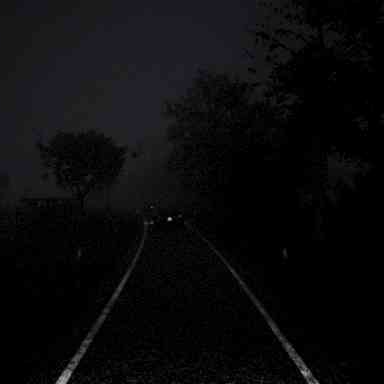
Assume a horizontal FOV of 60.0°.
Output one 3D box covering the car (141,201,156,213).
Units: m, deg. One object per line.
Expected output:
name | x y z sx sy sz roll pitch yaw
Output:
car | -5.249 1.801 41.482 1.994 1.385 4.181 0 0 -14

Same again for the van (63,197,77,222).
van | -11.187 1.462 27.786 1.878 1.987 4.442 1 -2 -11

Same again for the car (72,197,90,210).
car | -18.366 1.929 54.854 2.435 2.045 5.566 2 -2 -20

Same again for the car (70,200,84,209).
car | -22.616 2.445 65.224 2.231 1.521 4.892 2 -3 -23

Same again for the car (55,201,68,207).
car | -33.328 3.009 84.841 2.231 1.521 4.892 -1 -2 -32

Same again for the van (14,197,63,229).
van | -10.334 1.396 22.272 1.878 1.987 4.442 1 -2 -9

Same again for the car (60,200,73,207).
car | -30.033 2.839 79.441 2.097 1.535 5.008 -1 -1 -30

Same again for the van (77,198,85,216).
van | -12.221 1.538 33.281 1.878 1.987 4.442 1 -2 -11

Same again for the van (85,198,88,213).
van | -13.445 1.625 38.739 1.878 1.987 4.442 2 -2 -16

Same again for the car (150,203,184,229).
car | -1.679 1.690 23.020 1.994 1.385 4.181 0 0 -8
